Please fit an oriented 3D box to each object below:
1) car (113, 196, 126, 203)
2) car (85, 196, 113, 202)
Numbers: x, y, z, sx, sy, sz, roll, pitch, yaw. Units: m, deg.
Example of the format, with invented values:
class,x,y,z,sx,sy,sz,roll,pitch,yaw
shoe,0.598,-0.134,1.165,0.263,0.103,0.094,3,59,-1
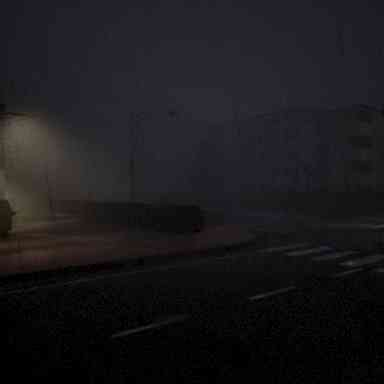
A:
class,x,y,z,sx,sy,sz,roll,pitch,yaw
car,-11.267,1.366,48.356,2.128,1.511,4.902,0,0,-37
car,-12.823,1.375,44.600,1.882,1.535,5.008,0,0,-36
